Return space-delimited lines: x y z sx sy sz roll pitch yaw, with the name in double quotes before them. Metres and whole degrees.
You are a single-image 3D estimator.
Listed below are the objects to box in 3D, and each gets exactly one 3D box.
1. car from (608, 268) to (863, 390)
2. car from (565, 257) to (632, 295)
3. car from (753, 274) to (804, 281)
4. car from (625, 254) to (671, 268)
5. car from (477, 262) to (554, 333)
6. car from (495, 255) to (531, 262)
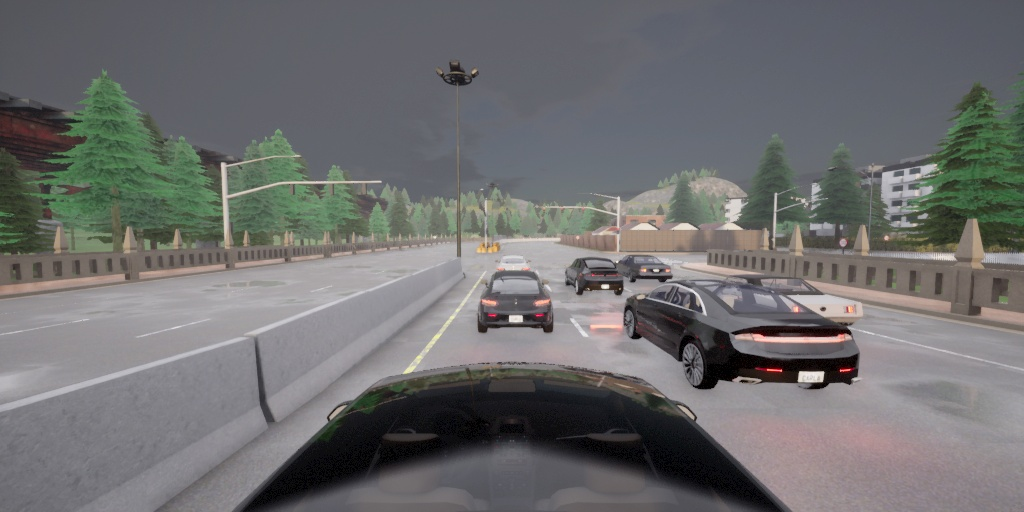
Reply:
"car" 3.586 1.179 6.714 2.128 1.511 4.902 0 1 0
"car" 3.568 0.792 16.139 1.837 1.490 4.892 0 3 0
"car" 7.082 1.172 10.467 1.895 1.301 4.718 0 2 0
"car" 7.092 0.619 20.028 2.033 1.411 5.357 0 3 1
"car" 0.080 1.113 10.080 1.812 1.442 4.674 0 2 0
"car" 0.059 0.647 19.089 1.812 1.442 4.674 0 3 0
